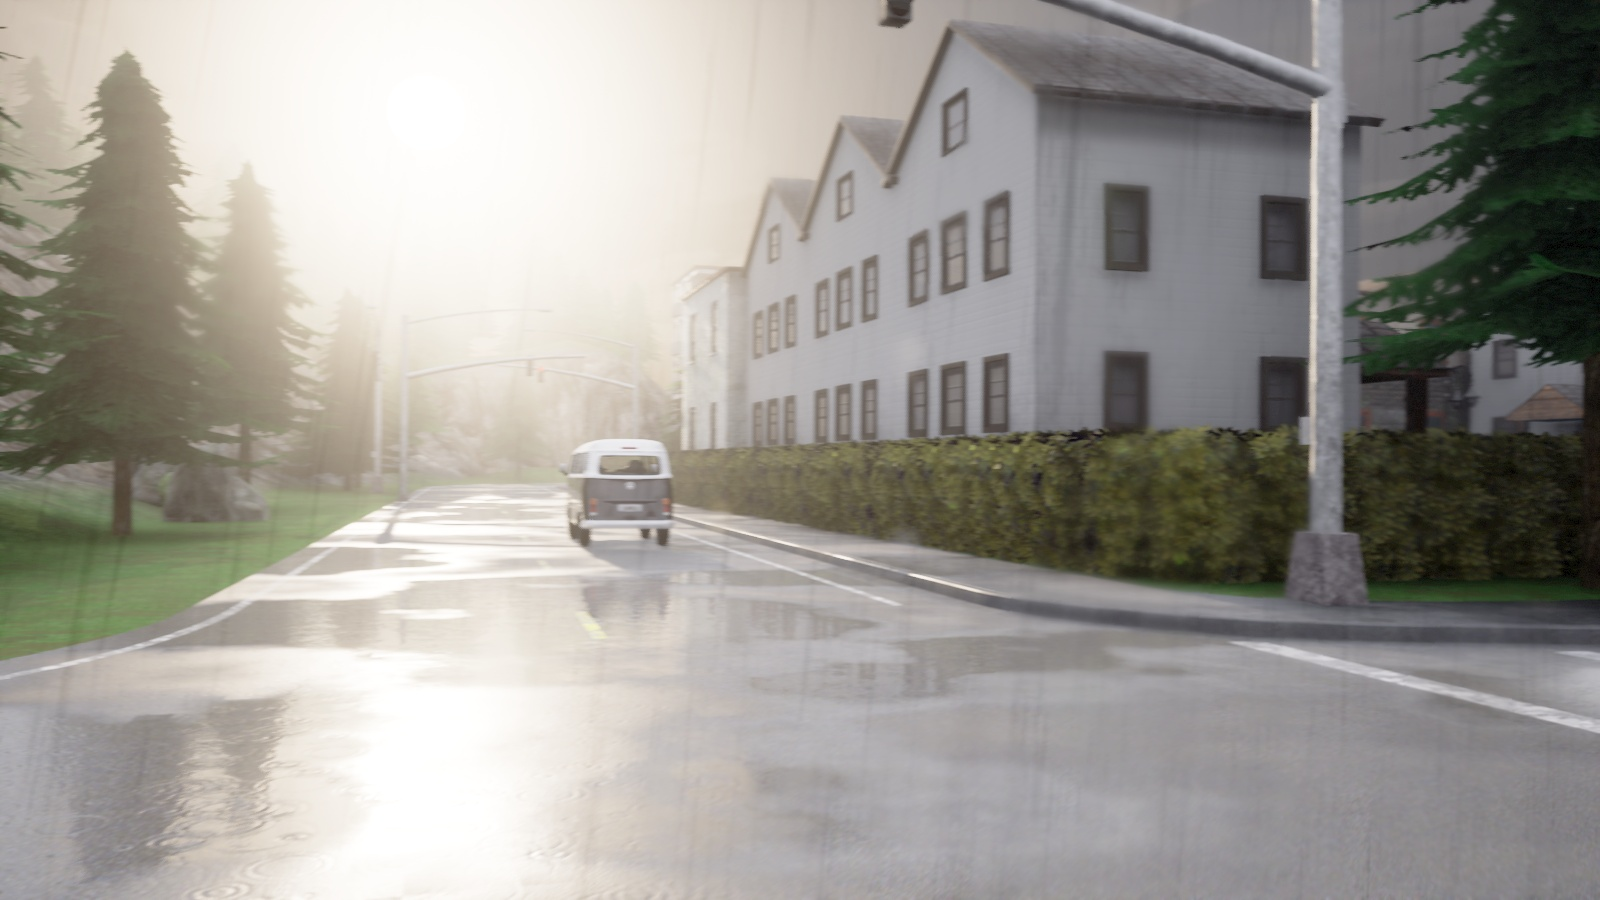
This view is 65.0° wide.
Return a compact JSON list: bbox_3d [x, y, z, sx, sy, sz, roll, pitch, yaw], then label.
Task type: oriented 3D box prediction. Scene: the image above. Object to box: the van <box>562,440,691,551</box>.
[{"bbox_3d":[-3.601,0.858,25.414,2.069,2.038,4.480,0,-1,-15],"label":"van"}]
